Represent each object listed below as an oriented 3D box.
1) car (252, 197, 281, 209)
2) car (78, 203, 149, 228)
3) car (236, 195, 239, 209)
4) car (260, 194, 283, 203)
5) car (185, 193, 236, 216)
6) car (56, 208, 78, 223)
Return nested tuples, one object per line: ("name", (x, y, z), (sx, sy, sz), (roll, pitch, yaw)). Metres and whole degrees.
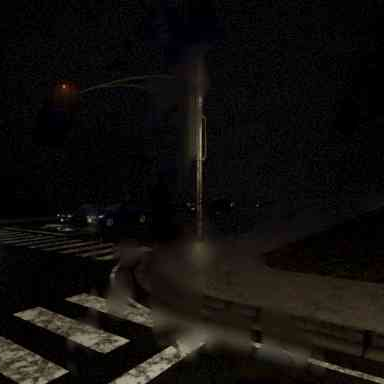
("car", (9.331, 1.366, 42.459), (1.837, 1.490, 4.892), (0, 0, 35))
("car", (-4.849, 1.465, 22.169), (1.812, 1.442, 4.674), (0, 0, 36))
("car", (3.618, 1.106, 39.976), (2.150, 2.045, 5.566), (0, 0, 35))
("car", (12.617, 1.059, 52.720), (1.895, 1.301, 4.718), (0, 0, 35))
("car", (1.650, 1.123, 31.481), (2.150, 2.045, 5.566), (0, 0, 35))
("car", (-7.128, 1.494, 24.508), (2.033, 1.411, 5.357), (0, 0, 38))
